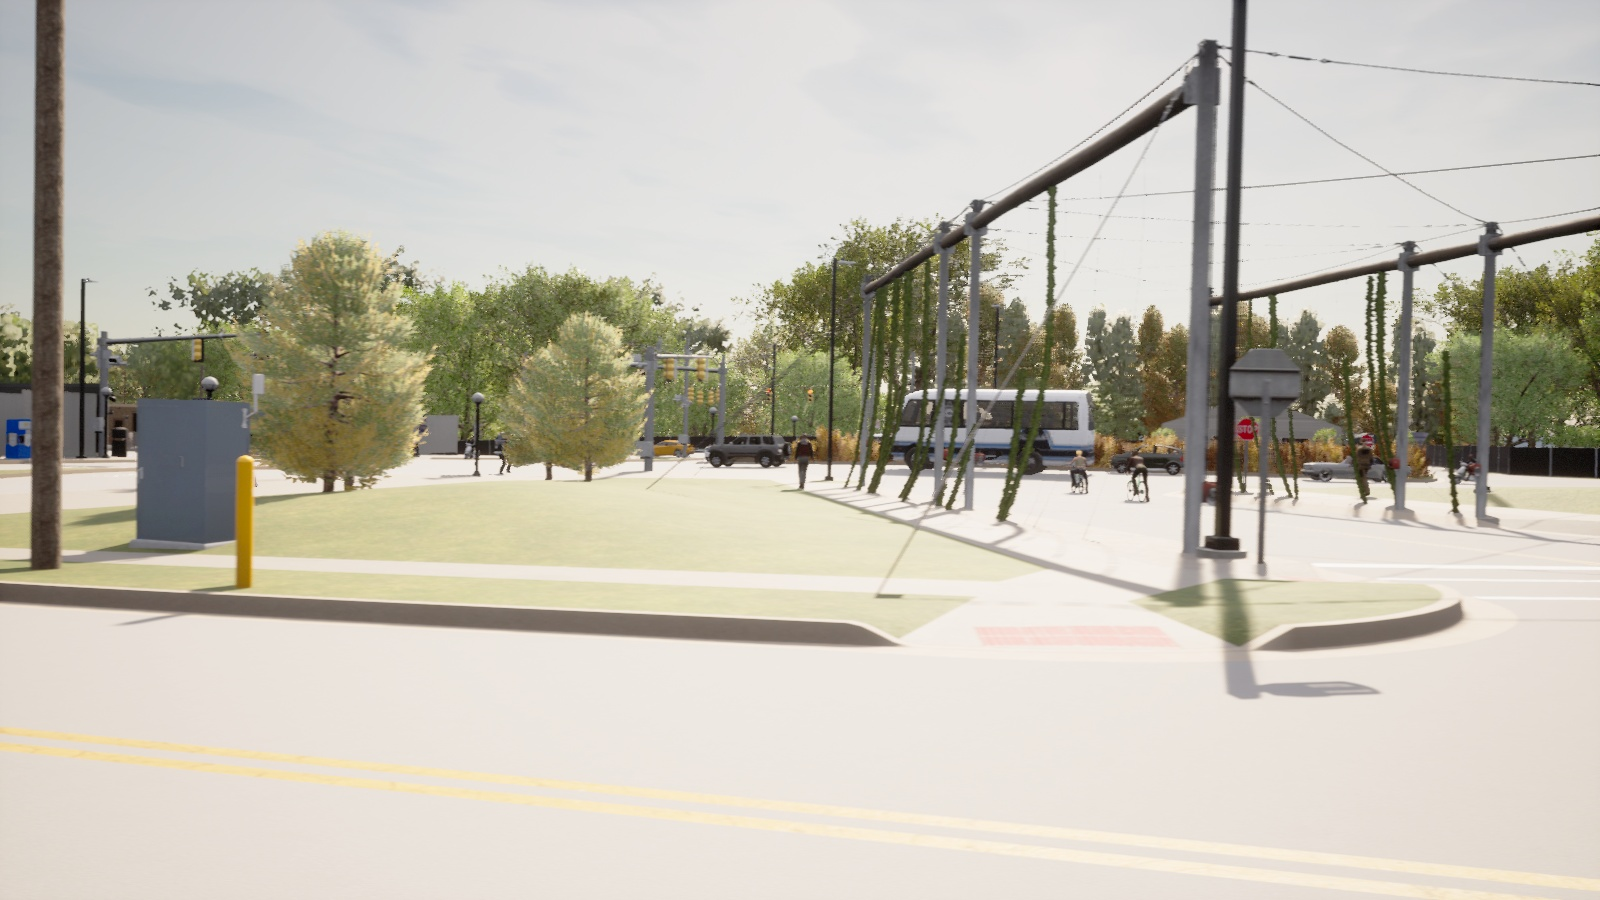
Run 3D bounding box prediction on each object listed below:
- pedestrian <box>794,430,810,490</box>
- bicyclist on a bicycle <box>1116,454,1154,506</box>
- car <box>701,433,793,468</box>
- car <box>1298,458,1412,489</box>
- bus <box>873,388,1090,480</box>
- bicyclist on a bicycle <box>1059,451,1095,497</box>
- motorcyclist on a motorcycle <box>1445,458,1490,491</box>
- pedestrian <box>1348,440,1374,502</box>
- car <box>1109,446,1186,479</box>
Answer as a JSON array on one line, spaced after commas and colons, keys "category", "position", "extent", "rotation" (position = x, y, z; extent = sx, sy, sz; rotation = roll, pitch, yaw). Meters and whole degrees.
[{"category": "pedestrian", "position": [0.051, 0.314, 39.940], "extent": [0.376, 1.854, 0.720], "rotation": [2, 2, -6]}, {"category": "bicyclist on a bicycle", "position": [10.656, 0.935, 39.988], "extent": [0.582, 1.620, 1.656], "rotation": [2, 0, -6]}, {"category": "car", "position": [-2.878, -0.004, 68.128], "extent": [4.605, 1.855, 1.932], "rotation": [0, 1, 19]}, {"category": "car", "position": [26.879, 1.123, 60.955], "extent": [4.718, 1.301, 1.895], "rotation": [2, 1, 8]}, {"category": "bus", "position": [9.262, -0.908, 63.979], "extent": [10.273, 4.253, 3.944], "rotation": [2, 2, 19]}, {"category": "bicyclist on a bicycle", "position": [10.189, 0.876, 46.297], "extent": [0.866, 1.612, 1.509], "rotation": [2, 0, -4]}, {"category": "motorcyclist on a motorcycle", "position": [34.858, 1.278, 65.606], "extent": [1.817, 1.590, 0.866], "rotation": [2, 2, -8]}, {"category": "pedestrian", "position": [17.752, 0.663, 39.757], "extent": [0.396, 1.930, 0.692], "rotation": [2, 2, -5]}, {"category": "car", "position": [17.951, 0.621, 64.881], "extent": [3.705, 1.549, 1.789], "rotation": [2, 2, 18]}]
